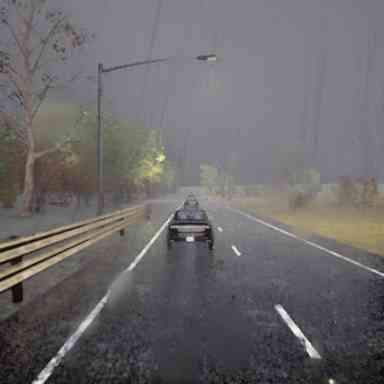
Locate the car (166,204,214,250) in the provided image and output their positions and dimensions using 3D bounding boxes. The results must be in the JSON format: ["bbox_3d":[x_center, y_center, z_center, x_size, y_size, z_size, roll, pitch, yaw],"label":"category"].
[{"bbox_3d":[-0.066,1.490,14.432,2.128,1.511,4.902,0,0,0],"label":"car"}]

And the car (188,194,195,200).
[{"bbox_3d":[-0.082,1.384,95.458,1.882,1.535,5.008,0,0,0],"label":"car"}]

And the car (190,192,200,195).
[{"bbox_3d":[-0.076,1.307,65.294,2.097,1.767,4.553,0,0,0],"label":"car"}]

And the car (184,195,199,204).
[{"bbox_3d":[-0.072,1.471,44.394,2.128,1.511,4.902,0,0,0],"label":"car"}]
